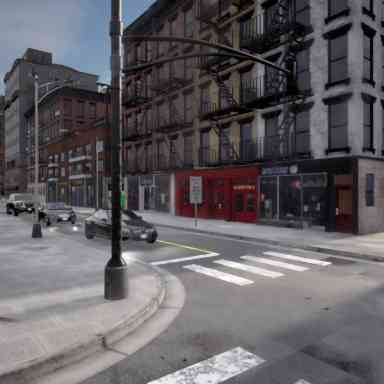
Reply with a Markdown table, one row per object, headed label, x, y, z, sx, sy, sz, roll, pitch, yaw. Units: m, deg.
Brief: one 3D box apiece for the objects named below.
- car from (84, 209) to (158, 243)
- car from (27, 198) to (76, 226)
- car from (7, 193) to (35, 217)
| label | x | y | z | sx | sy | sz | roll | pitch | yaw |
| --- | --- | --- | --- | --- | --- | --- | --- | --- | --- |
| car | -3.408 | 1.508 | 15.225 | 1.812 | 1.442 | 4.674 | 0 | 0 | -39 |
| car | -9.676 | 1.457 | 23.342 | 2.128 | 1.511 | 4.902 | 0 | 0 | -38 |
| car | -16.029 | 1.168 | 31.607 | 2.150 | 2.045 | 5.566 | 0 | 0 | -37 |
